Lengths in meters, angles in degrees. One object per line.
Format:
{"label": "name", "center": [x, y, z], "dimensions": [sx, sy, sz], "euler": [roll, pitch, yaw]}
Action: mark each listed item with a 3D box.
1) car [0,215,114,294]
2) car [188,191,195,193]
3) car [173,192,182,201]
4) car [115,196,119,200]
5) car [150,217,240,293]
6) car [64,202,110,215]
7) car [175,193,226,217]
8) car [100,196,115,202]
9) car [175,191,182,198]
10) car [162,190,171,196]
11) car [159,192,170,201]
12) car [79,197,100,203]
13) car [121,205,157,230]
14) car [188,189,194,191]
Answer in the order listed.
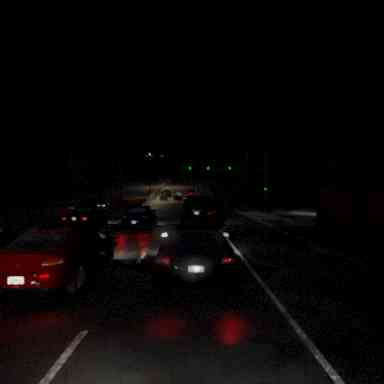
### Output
{"label": "car", "center": [-3.405, 1.558, 8.751], "dimensions": [1.812, 1.442, 4.674], "euler": [0, 0, 0]}
{"label": "car", "center": [-0.114, 1.298, 83.690], "dimensions": [1.882, 1.535, 5.008], "euler": [0, 3, 0]}
{"label": "car", "center": [-3.612, 1.367, 83.283], "dimensions": [1.812, 1.442, 4.674], "euler": [0, 3, 0]}
{"label": "car", "center": [-17.573, 1.605, 76.321], "dimensions": [1.882, 1.535, 5.008], "euler": [0, 1, 0]}
{"label": "car", "center": [0.097, 1.596, 8.990], "dimensions": [1.994, 1.385, 4.181], "euler": [0, 0, 0]}
{"label": "car", "center": [-6.904, 1.626, 21.943], "dimensions": [2.033, 1.411, 5.357], "euler": [0, 0, 0]}
{"label": "car", "center": [0.833, 1.299, 21.528], "dimensions": [2.150, 2.045, 5.566], "euler": [0, 0, 12]}
{"label": "car", "center": [-17.519, 1.783, 66.231], "dimensions": [2.033, 1.411, 5.357], "euler": [0, 0, 0]}
{"label": "car", "center": [-3.668, 0.613, 93.304], "dimensions": [1.812, 1.442, 4.674], "euler": [0, 6, 0]}
{"label": "car", "center": [-7.168, 0.312, 93.281], "dimensions": [2.150, 2.045, 5.566], "euler": [0, 6, 0]}
{"label": "car", "center": [-7.112, 1.367, 83.264], "dimensions": [1.812, 1.442, 4.674], "euler": [0, 3, 0]}
{"label": "car", "center": [-17.568, 1.706, 56.329], "dimensions": [1.837, 1.490, 4.892], "euler": [0, 0, 0]}
{"label": "car", "center": [-3.400, 1.603, 21.769], "dimensions": [1.812, 1.442, 4.674], "euler": [0, 0, 0]}
{"label": "car", "center": [-0.172, 0.241, 94.058], "dimensions": [2.150, 2.045, 5.566], "euler": [0, 6, 0]}
